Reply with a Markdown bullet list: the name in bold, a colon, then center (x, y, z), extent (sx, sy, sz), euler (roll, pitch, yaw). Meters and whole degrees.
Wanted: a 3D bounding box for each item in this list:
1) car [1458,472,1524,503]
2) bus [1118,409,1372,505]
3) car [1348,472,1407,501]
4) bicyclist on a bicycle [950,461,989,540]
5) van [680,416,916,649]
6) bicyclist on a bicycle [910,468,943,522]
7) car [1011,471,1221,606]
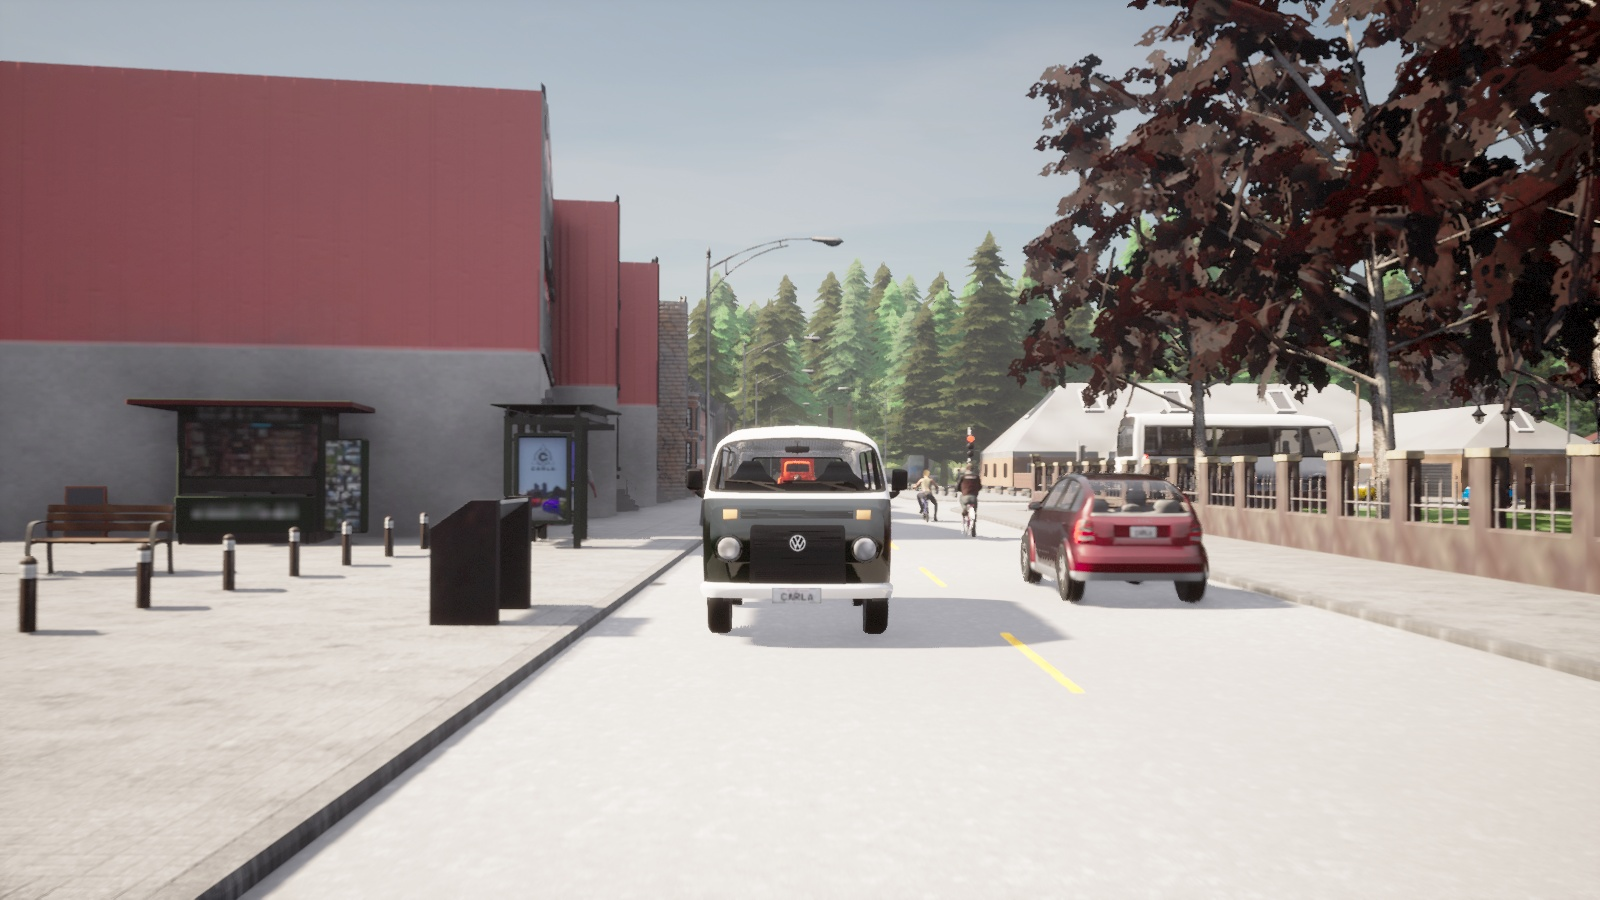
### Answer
- **car**: center (31.863, 1.713, 57.969), extent (2.207, 1.376, 1.481), euler (-1, -1, -1)
- **bus**: center (20.337, 0.327, 57.931), extent (10.273, 4.253, 3.944), euler (0, -1, -2)
- **car**: center (28.481, 1.793, 61.951), extent (2.207, 1.376, 1.481), euler (0, -1, 1)
- **bicyclist on a bicycle**: center (3.947, 1.162, 29.416), extent (0.659, 1.776, 1.843), euler (0, -1, 0)
- **van**: center (-0.024, 0.760, 13.272), extent (2.069, 2.038, 4.480), euler (0, -1, 0)
- **bicyclist on a bicycle**: center (3.918, 1.388, 39.053), extent (0.866, 1.612, 1.509), euler (0, 0, 0)
- **car**: center (3.972, 1.052, 16.391), extent (1.789, 1.549, 3.705), euler (0, -1, 0)
